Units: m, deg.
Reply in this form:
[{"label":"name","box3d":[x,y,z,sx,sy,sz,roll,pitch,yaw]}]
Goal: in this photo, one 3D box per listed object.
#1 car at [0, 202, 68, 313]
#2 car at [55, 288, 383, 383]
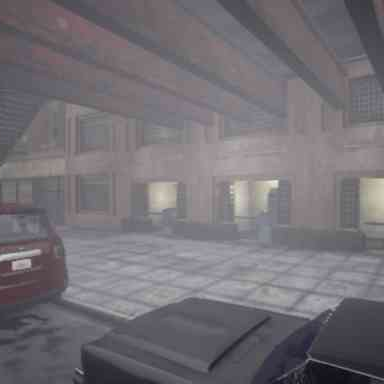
[{"label":"car","box3d":[-4.877,1.235,6.743,5.566,2.045,2.435,0,0,34]},{"label":"car","box3d":[1.225,1.596,2.562,4.718,1.301,1.895,0,0,34]}]
